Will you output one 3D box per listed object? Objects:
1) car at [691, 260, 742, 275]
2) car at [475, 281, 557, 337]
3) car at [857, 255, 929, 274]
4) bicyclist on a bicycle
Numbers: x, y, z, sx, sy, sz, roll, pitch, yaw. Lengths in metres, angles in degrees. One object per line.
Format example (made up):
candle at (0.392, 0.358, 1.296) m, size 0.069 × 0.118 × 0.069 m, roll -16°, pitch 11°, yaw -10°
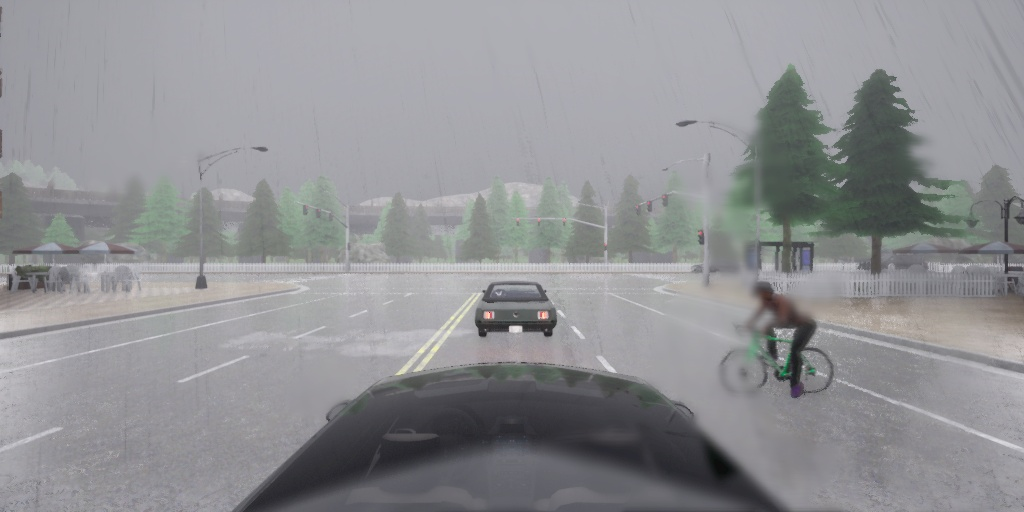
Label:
car at (21.492, 1.182, 37.672) m, size 4.902 × 1.511 × 2.128 m, roll 0°, pitch 0°, yaw 0°
car at (0.074, 1.350, 10.240) m, size 1.895 × 1.301 × 4.718 m, roll 0°, pitch 0°, yaw 0°
car at (39.468, 0.912, 37.211) m, size 5.566 × 2.045 × 2.150 m, roll 0°, pitch 0°, yaw 7°
bicyclist on a bicycle at (3.811, 1.203, 5.162) m, size 1.656 × 1.620 × 0.582 m, roll -1°, pitch 0°, yaw 0°
